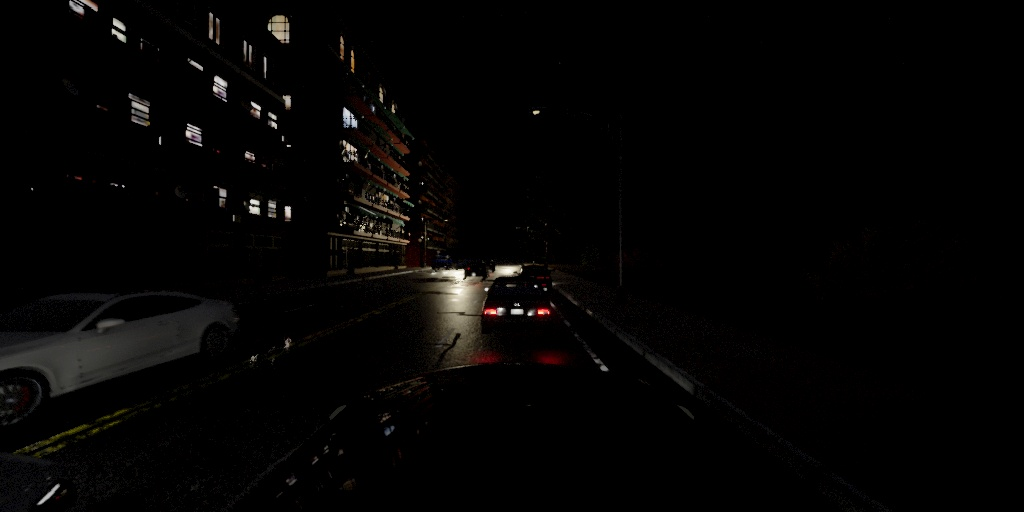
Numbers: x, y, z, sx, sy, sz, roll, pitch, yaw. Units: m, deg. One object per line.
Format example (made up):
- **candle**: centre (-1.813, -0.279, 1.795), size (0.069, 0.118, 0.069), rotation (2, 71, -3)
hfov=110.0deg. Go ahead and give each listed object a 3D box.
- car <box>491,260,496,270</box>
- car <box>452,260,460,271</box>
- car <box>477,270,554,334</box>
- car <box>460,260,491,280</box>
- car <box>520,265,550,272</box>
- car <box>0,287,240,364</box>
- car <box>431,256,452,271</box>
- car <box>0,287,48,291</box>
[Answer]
- **car**: centre (-3.069, 1.242, 45.261), size (2.128, 1.511, 4.902), rotation (0, 0, 0)
- **car**: centre (-6.508, 1.228, 48.761), size (1.882, 1.535, 5.008), rotation (0, 0, 0)
- **car**: centre (0.117, 1.299, 10.568), size (2.033, 1.411, 5.357), rotation (0, 0, 0)
- **car**: centre (-3.096, 1.255, 31.410), size (1.837, 1.490, 4.892), rotation (0, -1, 0)
- **car**: centre (1.171, 1.257, 20.257), size (1.837, 1.490, 4.892), rotation (0, 0, 0)
- **car**: centre (-6.595, 1.276, 5.641), size (1.812, 1.442, 4.674), rotation (0, 0, 0)
- **car**: centre (-9.756, 0.972, 50.324), size (2.150, 2.045, 5.566), rotation (0, 0, 0)
- **car**: centre (-9.840, 1.315, 7.003), size (1.994, 1.385, 4.181), rotation (0, 0, 0)
